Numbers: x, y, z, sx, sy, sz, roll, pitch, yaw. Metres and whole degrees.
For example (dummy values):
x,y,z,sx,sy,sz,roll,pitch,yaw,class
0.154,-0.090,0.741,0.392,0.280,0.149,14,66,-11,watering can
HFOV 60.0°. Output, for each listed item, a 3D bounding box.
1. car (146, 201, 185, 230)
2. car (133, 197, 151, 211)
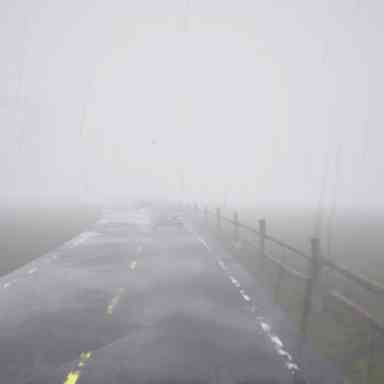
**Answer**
x,y,z,sx,sy,sz,roll,pitch,yaw,class
-1.617,1.522,20.839,2.033,1.411,5.357,0,0,-9,car
-5.861,1.425,39.840,1.837,1.490,4.892,1,0,-16,car
